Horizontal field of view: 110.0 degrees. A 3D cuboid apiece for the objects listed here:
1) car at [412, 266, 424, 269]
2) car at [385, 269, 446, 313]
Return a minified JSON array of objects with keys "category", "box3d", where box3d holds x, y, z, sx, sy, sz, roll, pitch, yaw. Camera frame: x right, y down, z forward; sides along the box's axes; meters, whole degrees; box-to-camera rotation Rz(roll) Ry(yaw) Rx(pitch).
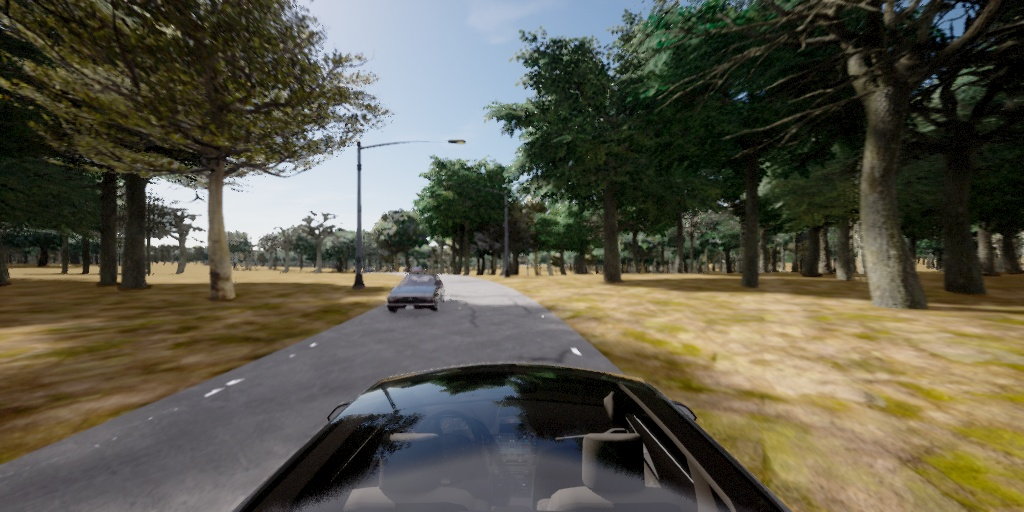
[{"category":"car","box3d":[-14.795,2.316,56.233,1.994,1.385,4.181,0,-2,-23]},{"category":"car","box3d":[-3.885,1.474,15.372,2.033,1.411,5.357,0,-1,-6]}]
